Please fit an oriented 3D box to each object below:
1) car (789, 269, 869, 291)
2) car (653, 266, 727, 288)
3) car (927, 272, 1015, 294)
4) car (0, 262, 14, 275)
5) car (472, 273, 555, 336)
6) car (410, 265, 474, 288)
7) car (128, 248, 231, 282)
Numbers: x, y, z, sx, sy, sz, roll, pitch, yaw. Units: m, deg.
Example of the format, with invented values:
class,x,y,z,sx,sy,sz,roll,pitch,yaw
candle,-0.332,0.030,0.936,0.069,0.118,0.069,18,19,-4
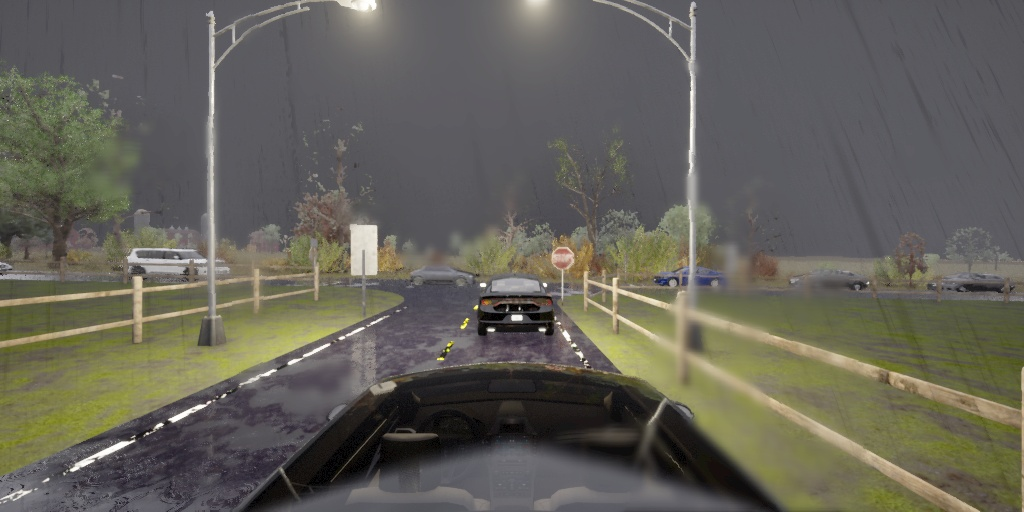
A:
class,x,y,z,sx,sy,sz,roll,pitch,yaw
car,23.038,1.740,26.134,4.902,1.511,2.128,1,1,0
car,12.891,1.510,26.101,5.008,1.535,1.882,1,1,-1
car,33.308,1.957,26.128,4.902,1.511,2.128,1,1,0
car,-35.466,0.551,23.192,4.674,1.442,1.812,1,1,0
car,0.062,1.226,10.470,1.882,1.535,5.008,0,0,-1
car,-4.422,1.264,23.184,4.181,1.385,1.994,1,1,0
car,-21.512,0.549,23.182,5.566,2.045,2.150,1,1,0
